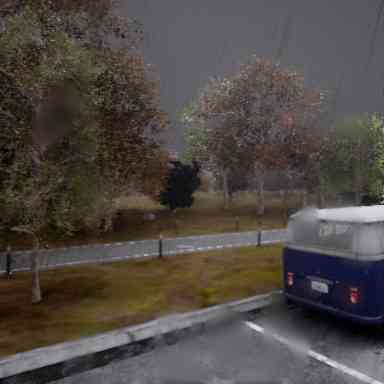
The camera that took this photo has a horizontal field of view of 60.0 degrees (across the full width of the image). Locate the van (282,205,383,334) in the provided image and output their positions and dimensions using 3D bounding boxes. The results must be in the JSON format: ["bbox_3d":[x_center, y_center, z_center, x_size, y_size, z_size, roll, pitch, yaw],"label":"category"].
[{"bbox_3d":[3.902,1.267,6.708,4.442,1.987,1.878,-1,0,-34],"label":"van"}]
